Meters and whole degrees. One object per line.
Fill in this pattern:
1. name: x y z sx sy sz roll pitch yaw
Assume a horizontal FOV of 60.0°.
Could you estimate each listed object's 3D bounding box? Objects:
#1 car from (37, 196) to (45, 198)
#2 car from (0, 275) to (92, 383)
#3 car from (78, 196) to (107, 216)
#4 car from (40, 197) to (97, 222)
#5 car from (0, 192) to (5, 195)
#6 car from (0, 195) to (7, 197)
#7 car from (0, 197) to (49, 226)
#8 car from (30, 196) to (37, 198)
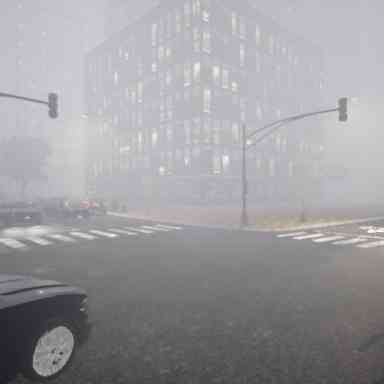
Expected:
1. car: -12.319 1.104 30.727 1.947 1.339 4.313 1 0 -43
2. car: -3.341 1.483 3.190 1.882 1.535 5.008 0 1 36
3. car: -8.605 1.059 26.867 1.967 1.590 4.097 1 0 -43
4. car: -8.779 1.277 23.205 1.895 1.301 4.718 -1 1 -44
5. car: -27.867 0.618 47.392 1.967 1.590 4.097 1 0 -43
6. car: -16.858 1.137 27.095 1.994 1.385 4.181 -1 1 -43
7. car: -10.805 1.271 20.599 1.994 1.385 4.181 -1 1 -43
8. car: -16.207 1.033 34.893 1.802 1.307 4.206 1 0 -43
